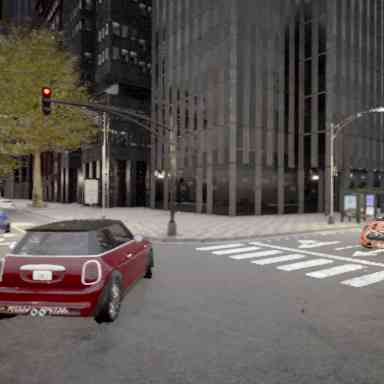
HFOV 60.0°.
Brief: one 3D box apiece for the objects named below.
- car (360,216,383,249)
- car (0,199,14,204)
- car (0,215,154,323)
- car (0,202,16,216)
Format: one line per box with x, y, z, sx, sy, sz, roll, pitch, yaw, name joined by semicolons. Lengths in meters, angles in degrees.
9.212;1.521;14.238;4.553;1.767;2.097;1;0;-35;car
-21.452;1.552;38.121;1.812;1.442;4.674;1;0;-36;car
-2.239;1.379;7.469;2.097;1.767;4.553;0;0;4;car
-11.659;1.536;19.104;1.812;1.442;4.674;1;0;-36;car
